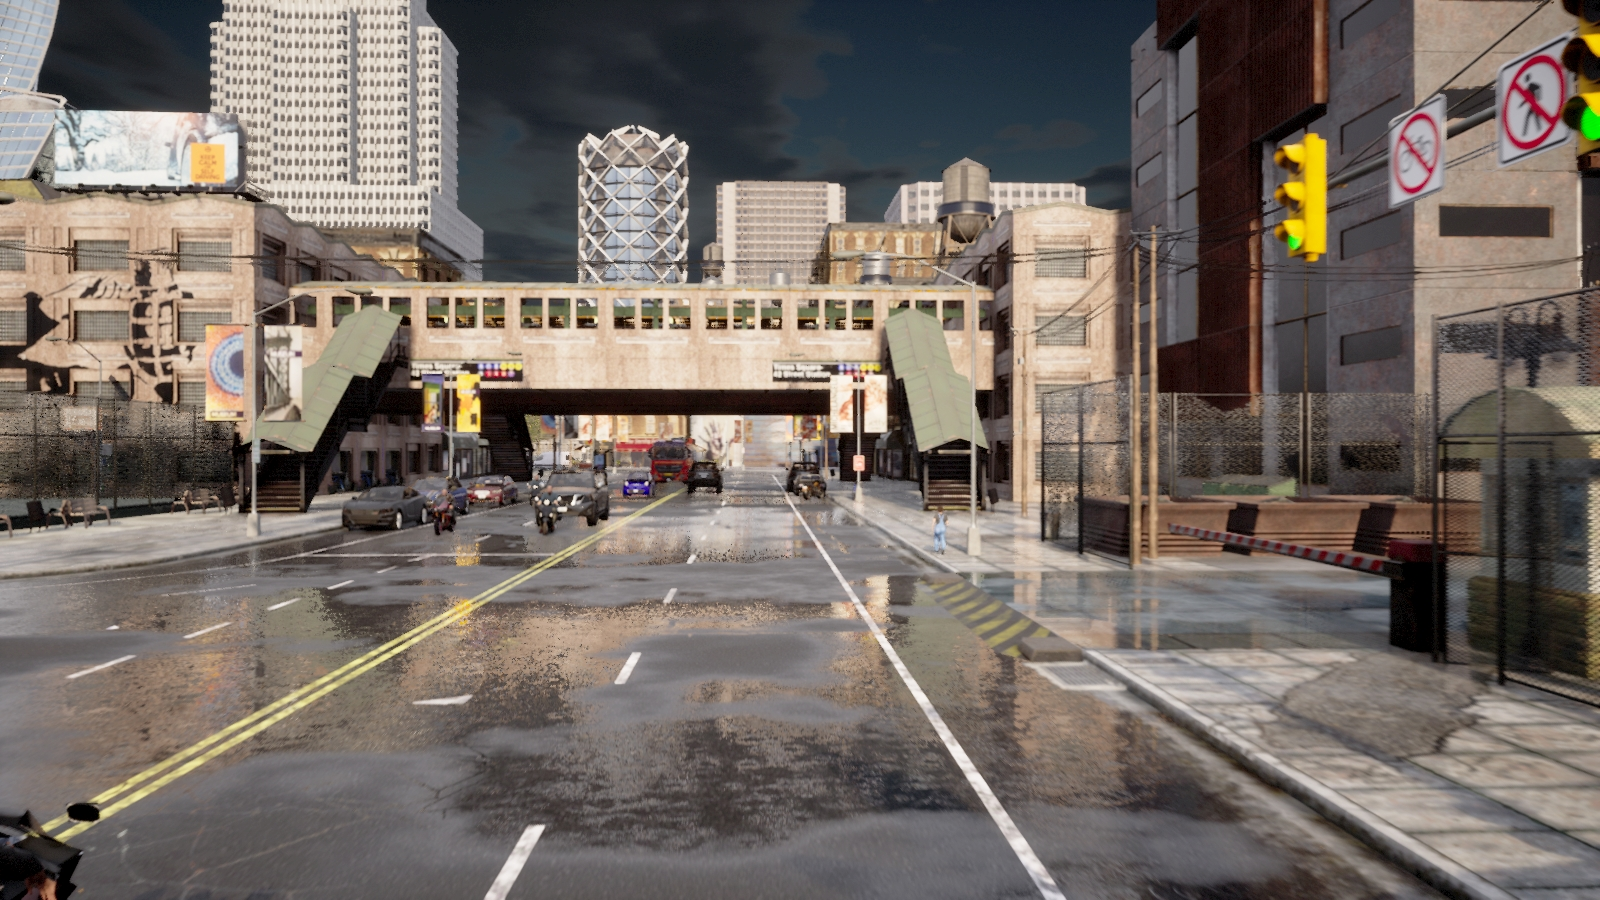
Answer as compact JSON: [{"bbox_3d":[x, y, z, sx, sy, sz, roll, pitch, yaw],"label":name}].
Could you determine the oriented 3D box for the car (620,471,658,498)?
[{"bbox_3d":[-9.503,2.032,67.520,1.845,1.501,3.633,0,0,-2],"label":"car"}]

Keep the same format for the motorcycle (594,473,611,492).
[{"bbox_3d":[-13.312,2.198,77.057,0.867,1.251,2.209,0,0,-2],"label":"motorcycle"}]

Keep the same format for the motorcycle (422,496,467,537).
[{"bbox_3d":[-11.898,2.202,38.310,0.867,1.251,2.209,0,0,-2],"label":"motorcycle"}]

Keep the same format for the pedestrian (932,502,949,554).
[{"bbox_3d":[3.583,1.973,29.139,0.375,1.300,0.375,0,0,2],"label":"pedestrian"}]

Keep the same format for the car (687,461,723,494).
[{"bbox_3d":[-6.266,1.771,75.881,2.150,2.045,5.566,0,0,-2],"label":"car"}]

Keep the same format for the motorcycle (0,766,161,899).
[{"bbox_3d":[-3.598,2.205,4.599,0.867,1.251,2.209,0,0,-2],"label":"motorcycle"}]

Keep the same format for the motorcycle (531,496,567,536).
[{"bbox_3d":[-8.392,2.179,38.246,0.856,1.236,1.805,0,0,-2],"label":"motorcycle"}]

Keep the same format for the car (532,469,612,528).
[{"bbox_3d":[-8.610,1.776,43.704,2.150,2.045,5.566,0,0,-2],"label":"car"}]
